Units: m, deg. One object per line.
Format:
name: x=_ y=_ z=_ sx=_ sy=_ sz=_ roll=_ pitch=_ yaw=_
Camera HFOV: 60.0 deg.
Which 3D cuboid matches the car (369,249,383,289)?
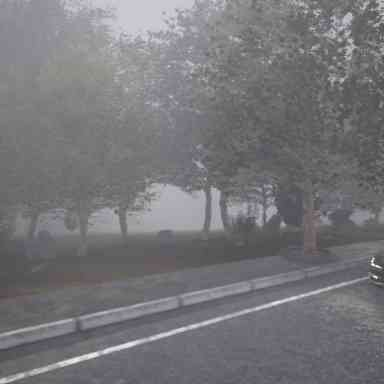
car: x=6.219 y=1.560 z=8.121 sx=4.892 sy=1.490 sz=1.837 roll=1 pitch=0 yaw=-35
